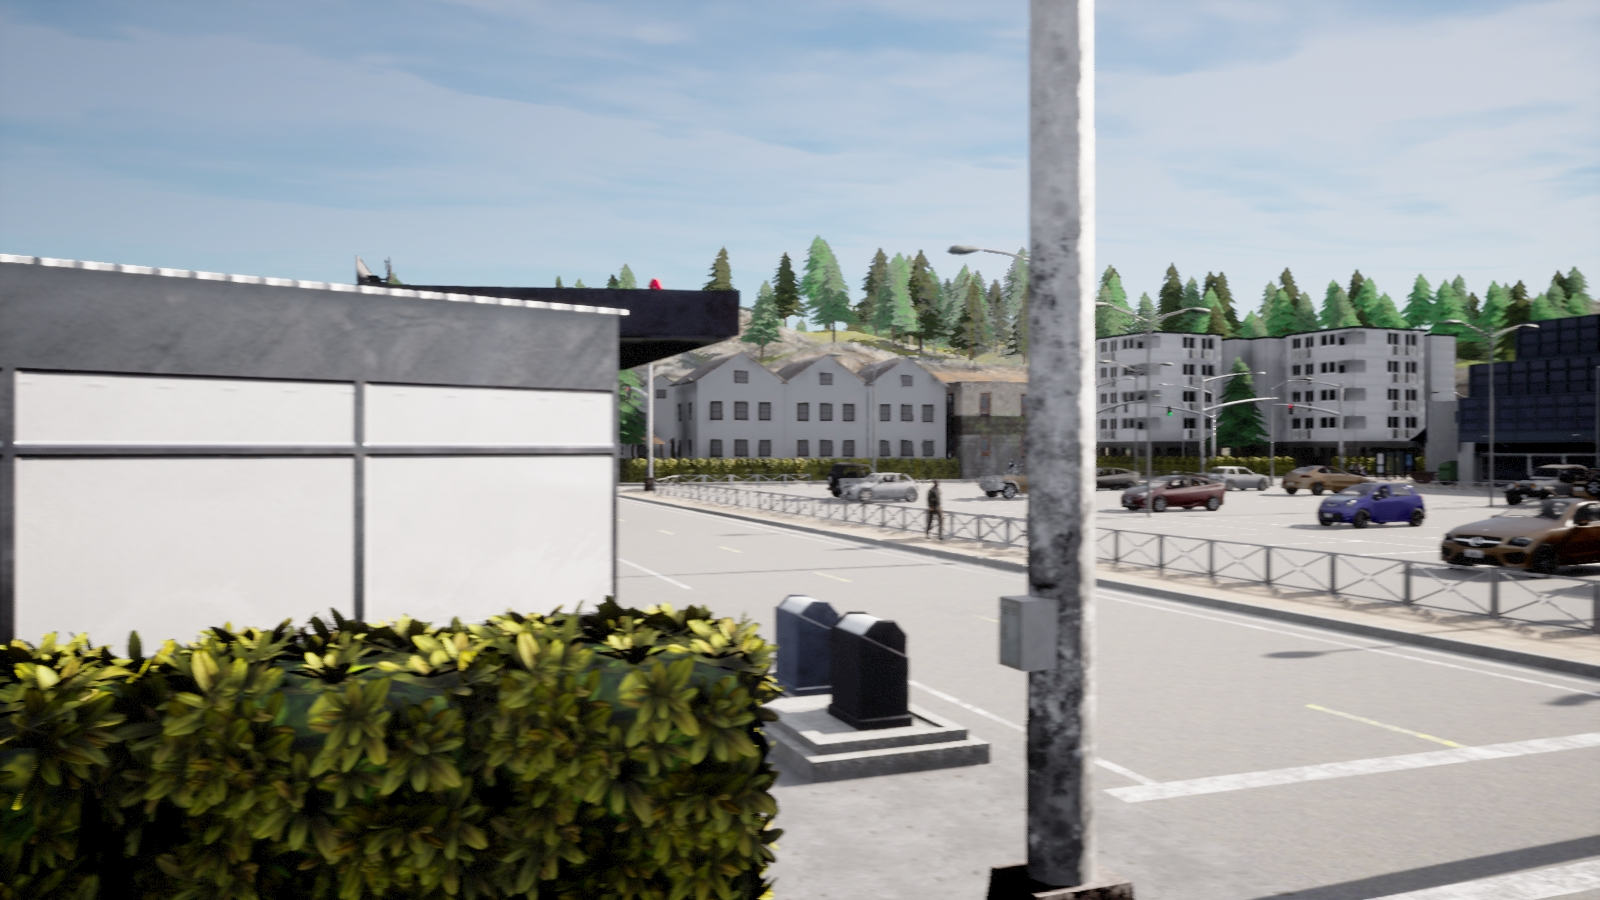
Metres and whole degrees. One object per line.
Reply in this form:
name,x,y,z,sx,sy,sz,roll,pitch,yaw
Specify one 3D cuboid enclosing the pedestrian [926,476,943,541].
pedestrian,3.890,1.675,33.081,0.375,1.860,0.375,0,0,-21
